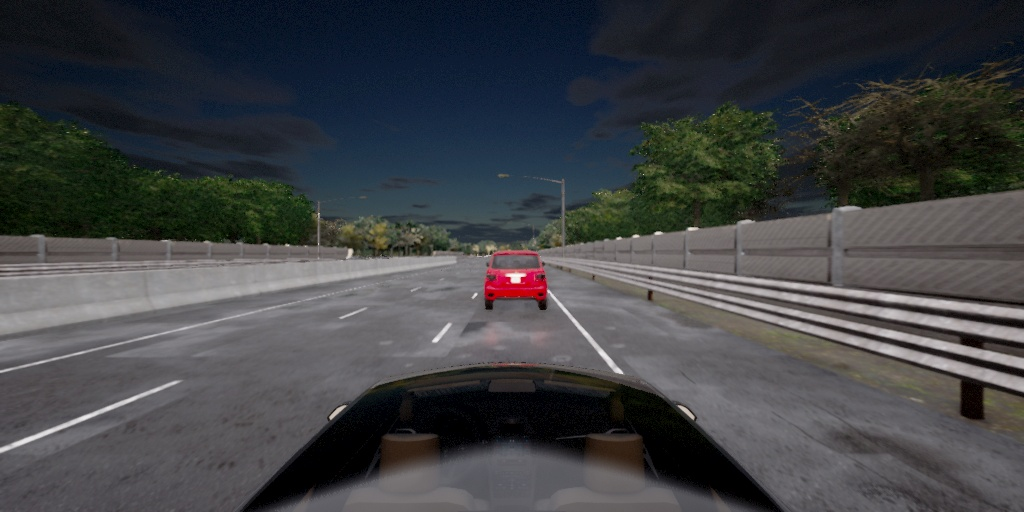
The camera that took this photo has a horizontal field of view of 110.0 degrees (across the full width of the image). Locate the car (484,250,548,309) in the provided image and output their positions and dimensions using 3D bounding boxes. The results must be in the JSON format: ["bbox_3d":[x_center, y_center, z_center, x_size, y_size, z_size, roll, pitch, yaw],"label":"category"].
[{"bbox_3d":[0.140,0.796,14.000,2.150,2.045,5.566,0,1,0],"label":"car"}]

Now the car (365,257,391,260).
[{"bbox_3d":[-17.296,0.718,47.698,1.895,1.301,4.718,0,0,0],"label":"car"}]

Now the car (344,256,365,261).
[{"bbox_3d":[-20.795,0.755,47.745,2.128,1.511,4.902,0,0,0],"label":"car"}]
